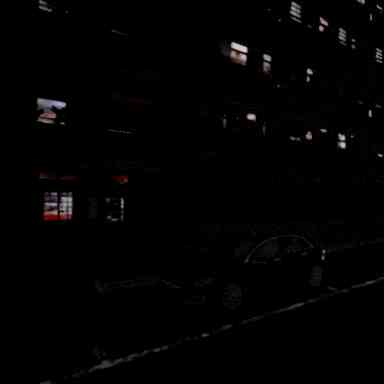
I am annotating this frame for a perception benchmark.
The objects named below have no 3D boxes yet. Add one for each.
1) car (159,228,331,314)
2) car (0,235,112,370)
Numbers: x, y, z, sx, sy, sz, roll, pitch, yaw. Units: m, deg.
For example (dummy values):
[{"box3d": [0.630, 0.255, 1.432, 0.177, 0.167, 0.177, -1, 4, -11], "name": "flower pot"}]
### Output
[{"box3d": [1.359, 1.550, 7.516, 4.403, 1.369, 2.008, 0, 1, -35], "name": "car"}, {"box3d": [-3.248, 1.440, 4.227, 4.097, 1.590, 1.967, 0, 1, -35], "name": "car"}]
